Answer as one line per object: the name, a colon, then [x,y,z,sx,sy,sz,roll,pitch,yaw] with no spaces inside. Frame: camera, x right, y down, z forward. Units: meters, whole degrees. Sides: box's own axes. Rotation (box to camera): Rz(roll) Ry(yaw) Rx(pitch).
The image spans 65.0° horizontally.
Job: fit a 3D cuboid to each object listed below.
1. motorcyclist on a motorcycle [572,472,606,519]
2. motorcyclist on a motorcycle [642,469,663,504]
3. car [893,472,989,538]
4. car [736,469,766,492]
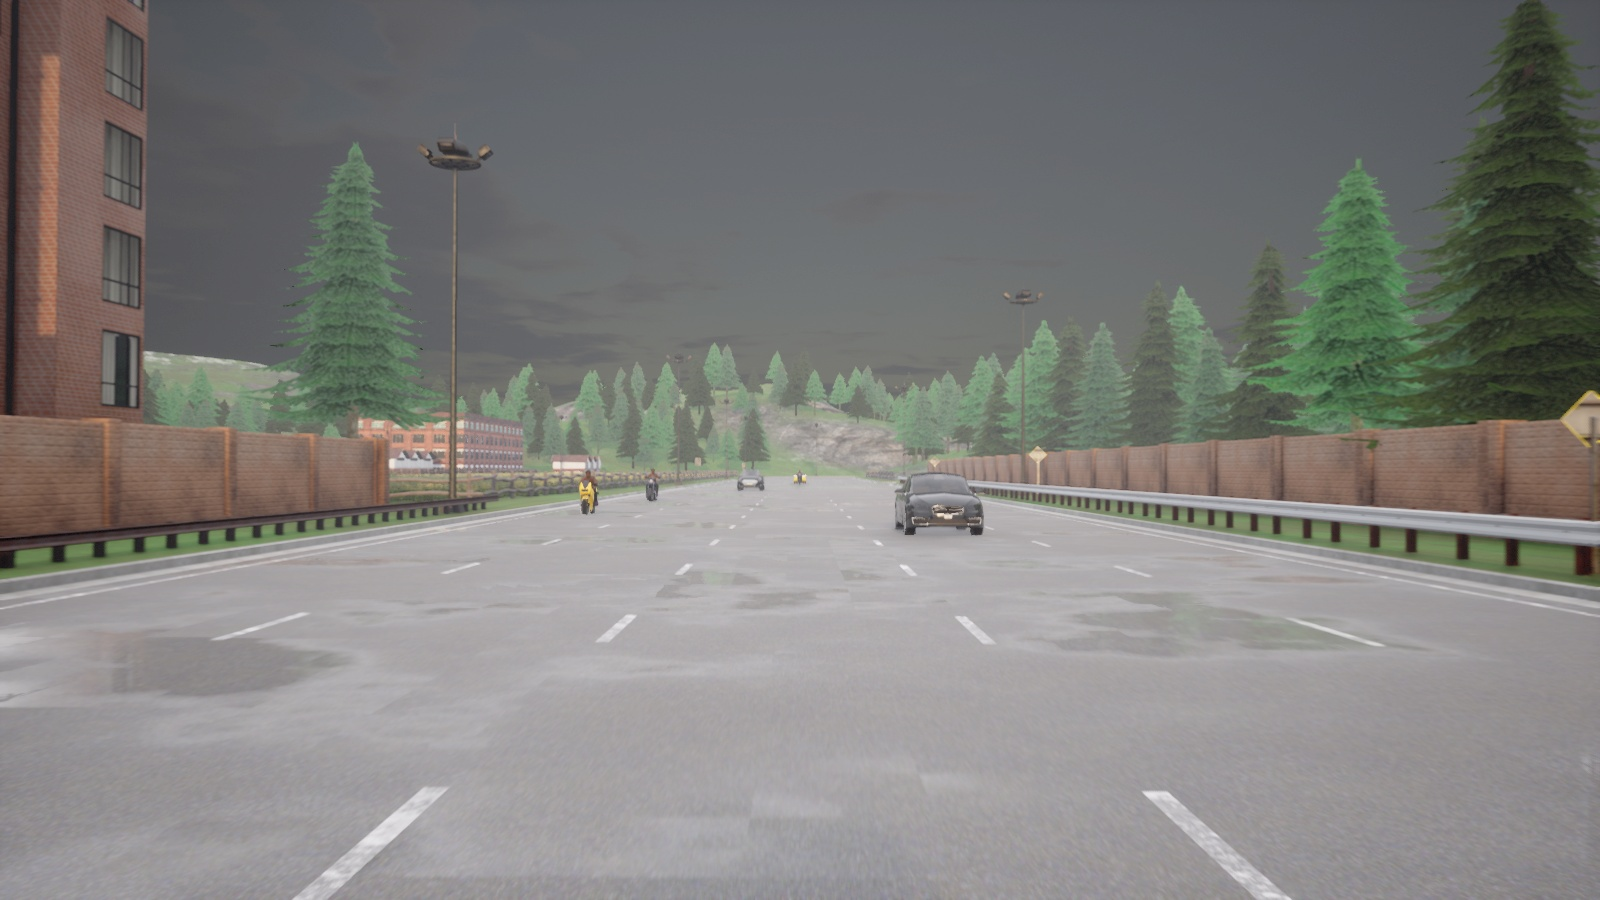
motorcyclist on a motorcycle: [-7.102,1.506,42.297,0.797,1.523,2.044,0,-1,0]
motorcyclist on a motorcycle: [-7.147,1.775,60.949,0.766,1.649,2.350,0,-1,0]
car: [3.424,1.311,31.412,1.837,1.490,4.892,0,-1,0]
car: [-3.636,2.269,93.762,2.033,1.649,4.856,0,-1,0]
